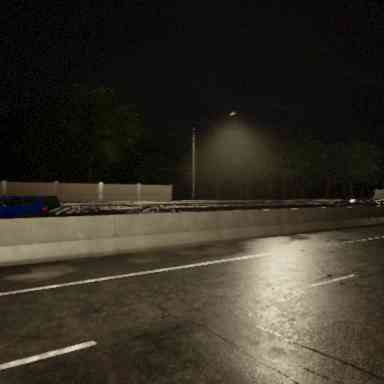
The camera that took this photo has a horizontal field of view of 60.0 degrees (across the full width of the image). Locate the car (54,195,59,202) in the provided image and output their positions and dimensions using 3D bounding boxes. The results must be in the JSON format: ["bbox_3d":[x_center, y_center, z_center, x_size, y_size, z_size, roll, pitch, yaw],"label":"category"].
[{"bbox_3d":[-12.717,1.249,25.014,5.566,2.045,2.150,0,0,-35],"label":"car"}]

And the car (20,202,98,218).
[{"bbox_3d":[-7.387,1.529,20.215,4.902,1.511,2.128,0,0,-35],"label":"car"}]

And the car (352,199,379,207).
[{"bbox_3d":[25.793,1.817,48.063,4.902,1.511,2.128,1,0,-35],"label":"car"}]

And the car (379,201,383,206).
[{"bbox_3d":[27.921,1.931,45.281,4.181,1.385,1.994,0,0,-35],"label":"car"}]

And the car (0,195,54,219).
[{"bbox_3d":[-12.140,1.238,21.126,5.566,2.045,2.150,0,0,-35],"label":"car"}]

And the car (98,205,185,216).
[{"bbox_3d":[-2.576,1.550,19.345,4.902,1.511,2.128,0,0,-35],"label":"car"}]

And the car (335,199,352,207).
[{"bbox_3d":[23.877,1.836,50.952,4.902,1.511,2.128,0,0,-35],"label":"car"}]
